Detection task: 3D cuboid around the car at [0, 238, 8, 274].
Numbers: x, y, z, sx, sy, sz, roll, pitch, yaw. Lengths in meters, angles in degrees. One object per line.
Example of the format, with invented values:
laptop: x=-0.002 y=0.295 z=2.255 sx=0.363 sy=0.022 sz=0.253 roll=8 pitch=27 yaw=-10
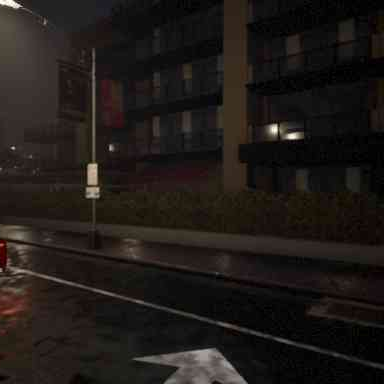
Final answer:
car: x=-6.944 y=1.481 z=9.005 sx=5.008 sy=1.535 sz=1.882 roll=0 pitch=0 yaw=35
